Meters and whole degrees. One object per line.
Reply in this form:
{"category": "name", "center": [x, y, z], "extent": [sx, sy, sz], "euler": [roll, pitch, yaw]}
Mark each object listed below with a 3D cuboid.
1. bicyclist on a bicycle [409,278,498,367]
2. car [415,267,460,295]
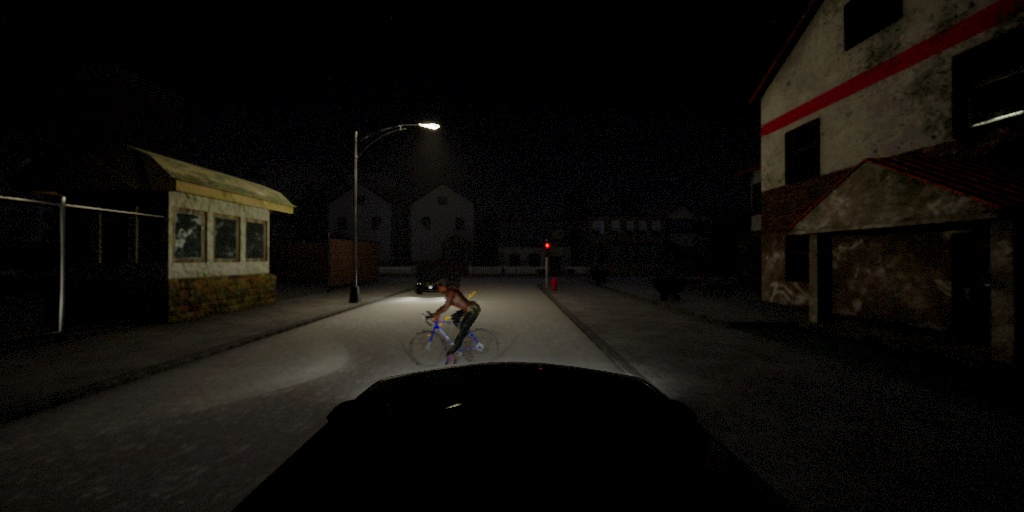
{"category": "bicyclist on a bicycle", "center": [-1.083, 1.232, 6.569], "extent": [1.656, 1.620, 0.582], "euler": [-2, 0, 1]}
{"category": "car", "center": [-4.160, 1.384, 20.724], "extent": [1.837, 1.490, 4.892], "euler": [0, -1, 0]}
